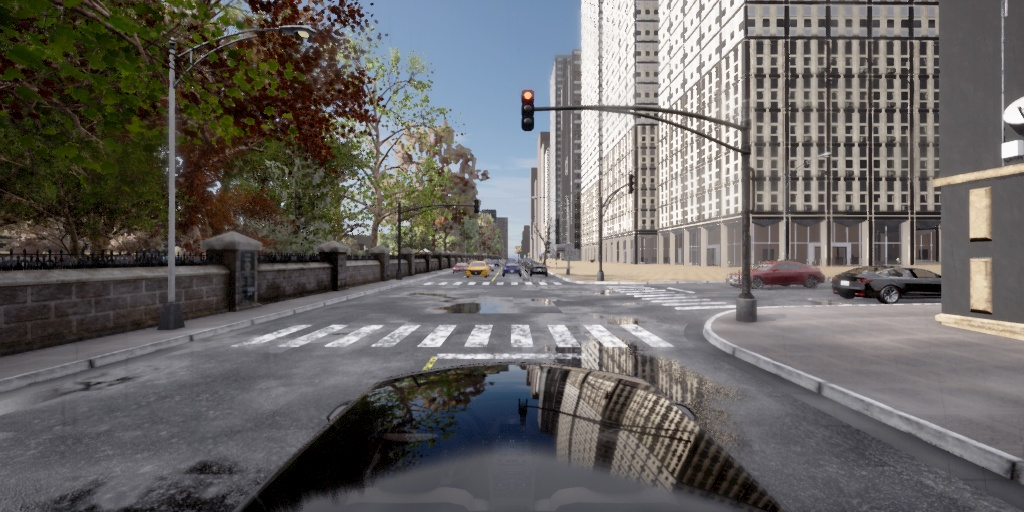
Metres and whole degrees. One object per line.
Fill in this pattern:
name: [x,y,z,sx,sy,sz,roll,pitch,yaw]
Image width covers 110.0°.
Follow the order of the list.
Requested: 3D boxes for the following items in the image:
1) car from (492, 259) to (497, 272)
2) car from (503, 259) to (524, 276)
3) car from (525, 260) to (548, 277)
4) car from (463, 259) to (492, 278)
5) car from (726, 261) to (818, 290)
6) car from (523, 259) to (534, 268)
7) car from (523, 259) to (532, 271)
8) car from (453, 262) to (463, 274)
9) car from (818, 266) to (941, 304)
car: [-3.232,1.373,45.731,1.895,1.301,4.718,0,0,0]
car: [-0.008,1.291,37.313,1.812,1.442,4.674,0,0,0]
car: [2.583,1.331,36.092,1.948,1.339,4.313,0,0,0]
car: [-3.199,1.241,34.263,1.882,1.535,5.008,0,0,0]
car: [14.122,1.020,19.337,4.674,1.442,1.812,-1,0,-1]
car: [2.952,1.297,64.406,1.837,1.490,4.892,0,0,0]
car: [2.566,1.335,41.725,1.948,1.339,4.313,0,0,0]
car: [-5.815,1.351,41.699,1.802,1.307,4.207,0,0,0]
car: [14.649,1.026,13.547,4.313,1.339,1.948,0,0,0]
